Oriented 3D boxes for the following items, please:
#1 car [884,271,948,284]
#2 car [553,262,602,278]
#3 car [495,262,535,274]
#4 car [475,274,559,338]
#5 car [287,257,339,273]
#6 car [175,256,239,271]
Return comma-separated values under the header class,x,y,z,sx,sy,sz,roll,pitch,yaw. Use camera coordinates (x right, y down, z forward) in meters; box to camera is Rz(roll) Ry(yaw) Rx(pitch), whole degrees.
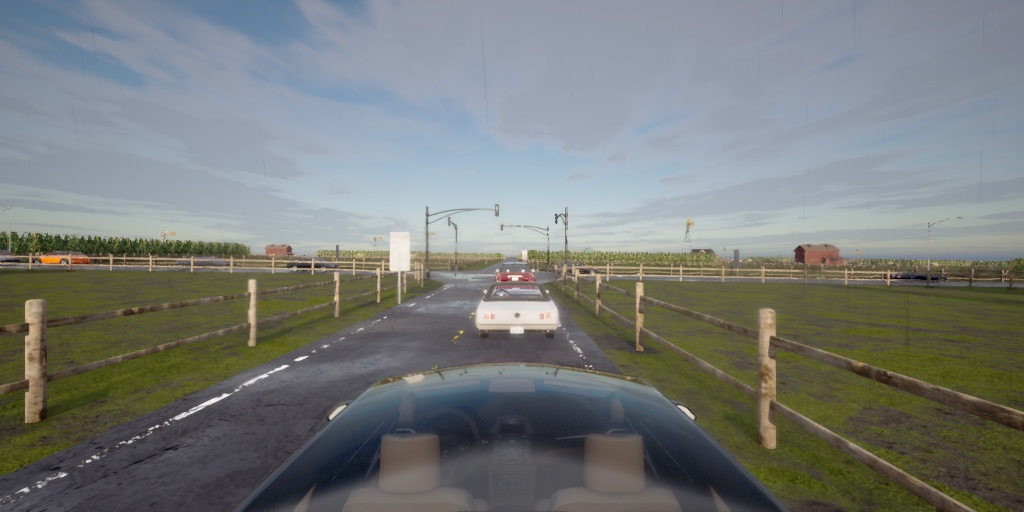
class,x,y,z,sx,sy,sz,roll,pitch,yaw
car,41.154,2.165,36.541,4.718,1.301,1.895,1,0,0
car,6.666,1.402,36.649,4.892,1.490,1.837,1,0,0
car,0.180,1.104,19.123,2.097,1.767,4.553,0,0,1
car,0.124,1.352,10.135,1.895,1.301,4.718,0,0,0
car,-20.316,0.898,36.730,4.892,1.490,1.837,1,0,0
car,-31.270,0.742,36.766,5.357,1.411,2.033,1,0,0
